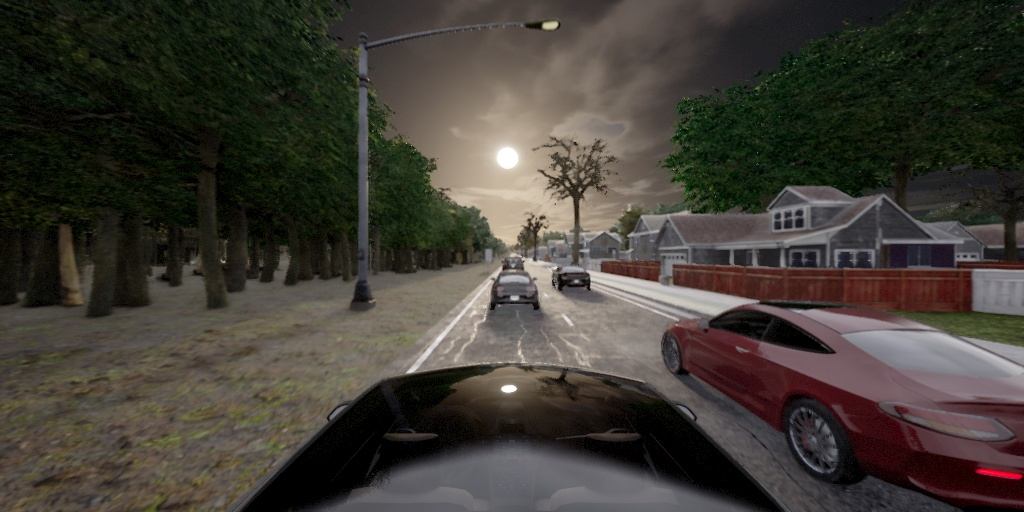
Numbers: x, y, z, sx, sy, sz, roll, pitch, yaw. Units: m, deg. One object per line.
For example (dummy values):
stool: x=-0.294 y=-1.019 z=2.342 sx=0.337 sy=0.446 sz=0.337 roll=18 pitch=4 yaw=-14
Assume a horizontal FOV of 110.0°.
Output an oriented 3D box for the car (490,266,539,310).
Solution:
car: x=0.089 y=1.304 z=14.805 sx=1.812 sy=1.442 sz=4.674 roll=0 pitch=0 yaw=0

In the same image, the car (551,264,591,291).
car: x=3.603 y=1.272 z=22.487 sx=1.882 sy=1.535 sz=5.008 roll=0 pitch=0 yaw=0

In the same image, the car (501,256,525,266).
car: x=0.104 y=1.043 z=35.988 sx=2.150 sy=2.045 sz=5.566 roll=0 pitch=0 yaw=0

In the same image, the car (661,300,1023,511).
car: x=3.589 y=1.282 z=4.516 sx=1.812 sy=1.442 sz=4.674 roll=0 pitch=0 yaw=0
